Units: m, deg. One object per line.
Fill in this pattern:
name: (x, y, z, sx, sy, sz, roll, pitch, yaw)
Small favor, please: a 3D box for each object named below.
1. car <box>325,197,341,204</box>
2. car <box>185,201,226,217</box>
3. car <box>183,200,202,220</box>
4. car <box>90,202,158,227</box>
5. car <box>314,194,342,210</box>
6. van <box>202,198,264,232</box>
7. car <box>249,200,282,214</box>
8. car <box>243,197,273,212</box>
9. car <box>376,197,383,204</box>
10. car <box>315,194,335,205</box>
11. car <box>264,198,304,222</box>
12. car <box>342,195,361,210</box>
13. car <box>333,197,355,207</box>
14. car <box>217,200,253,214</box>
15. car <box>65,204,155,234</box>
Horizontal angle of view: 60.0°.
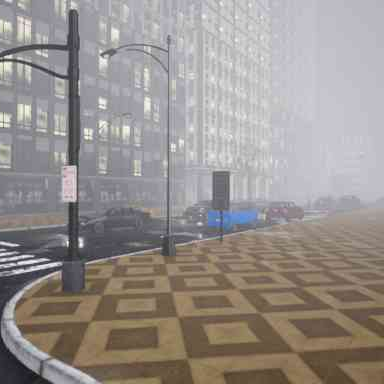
car: (28.455, 1.624, 66.978, 2.008, 1.369, 4.403, 0, 0, 38)
car: (1.316, 1.604, 31.700, 1.802, 1.307, 4.206, 0, 0, 38)
car: (1.253, 1.375, 27.567, 2.097, 1.767, 4.553, 0, 0, 38)
car: (-4.790, 1.540, 23.975, 1.752, 1.417, 4.829, 0, 0, 38)
car: (17.940, 1.400, 44.430, 2.097, 1.767, 4.553, 0, 0, 38)
van: (2.601, 1.368, 20.264, 1.690, 1.788, 3.998, 0, 0, 38)
car: (8.148, 1.595, 36.512, 1.994, 1.385, 4.181, 0, 0, 38)
car: (8.101, 1.471, 40.520, 1.967, 1.590, 4.097, 0, 0, 38)
car: (38.092, 1.658, 66.582, 1.947, 1.339, 4.313, 0, 0, 38)
car: (25.063, 1.381, 62.569, 2.192, 1.841, 5.009, 0, 0, 38)
car: (7.561, 1.472, 26.894, 1.967, 1.590, 4.097, 0, 0, 38)
car: (21.131, 1.368, 44.534, 2.192, 1.841, 5.009, 0, 0, 38)
car: (23.991, 1.552, 52.291, 2.128, 1.511, 4.902, 0, 0, 37)
car: (4.708, 1.571, 36.110, 1.887, 1.381, 4.507, 0, 0, 38)
car: (-4.723, 1.564, 19.806, 2.033, 1.411, 5.357, 0, 0, 38)
